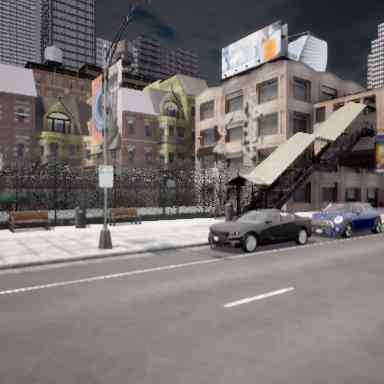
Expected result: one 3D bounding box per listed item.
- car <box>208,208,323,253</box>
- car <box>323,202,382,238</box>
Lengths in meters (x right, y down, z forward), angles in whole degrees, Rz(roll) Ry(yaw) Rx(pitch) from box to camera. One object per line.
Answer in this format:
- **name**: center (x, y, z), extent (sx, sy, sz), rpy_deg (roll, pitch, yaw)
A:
- **car**: center (2.925, 1.458, 13.817), extent (5.008, 1.535, 2.097), rpy_deg (0, 0, -36)
- **car**: center (8.075, 1.333, 17.662), extent (4.553, 1.767, 2.185), rpy_deg (0, 0, -36)
